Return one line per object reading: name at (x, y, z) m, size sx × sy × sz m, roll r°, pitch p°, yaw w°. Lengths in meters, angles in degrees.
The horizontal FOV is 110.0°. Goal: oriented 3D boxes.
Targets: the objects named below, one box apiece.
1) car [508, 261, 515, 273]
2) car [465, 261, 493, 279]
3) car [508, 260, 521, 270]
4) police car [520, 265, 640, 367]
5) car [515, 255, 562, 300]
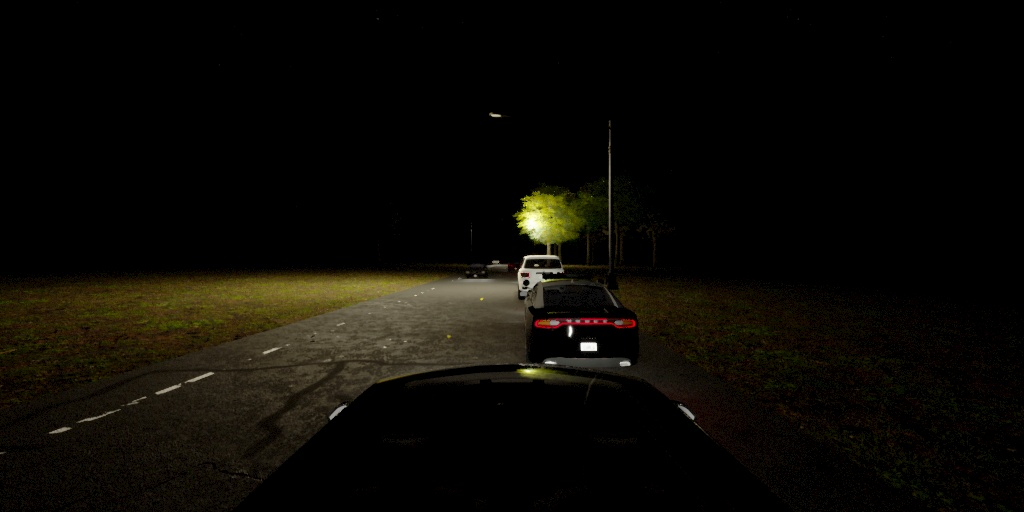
car at (0.462, 1.341, 45.640) m, size 1.812 × 1.442 × 4.674 m, roll 0°, pitch 0°, yaw 0°
car at (-3.153, 1.338, 33.619) m, size 2.033 × 1.411 × 5.357 m, roll 0°, pitch 0°, yaw 0°
car at (0.332, 1.402, 57.063) m, size 1.994 × 1.385 × 4.181 m, roll 0°, pitch -1°, yaw -1°
police car at (1.216, 1.175, 8.025) m, size 1.930 × 1.638 × 5.238 m, roll 0°, pitch 0°, yaw 1°
car at (1.382, 0.988, 17.970) m, size 2.150 × 2.045 × 5.566 m, roll 0°, pitch 0°, yaw 1°
